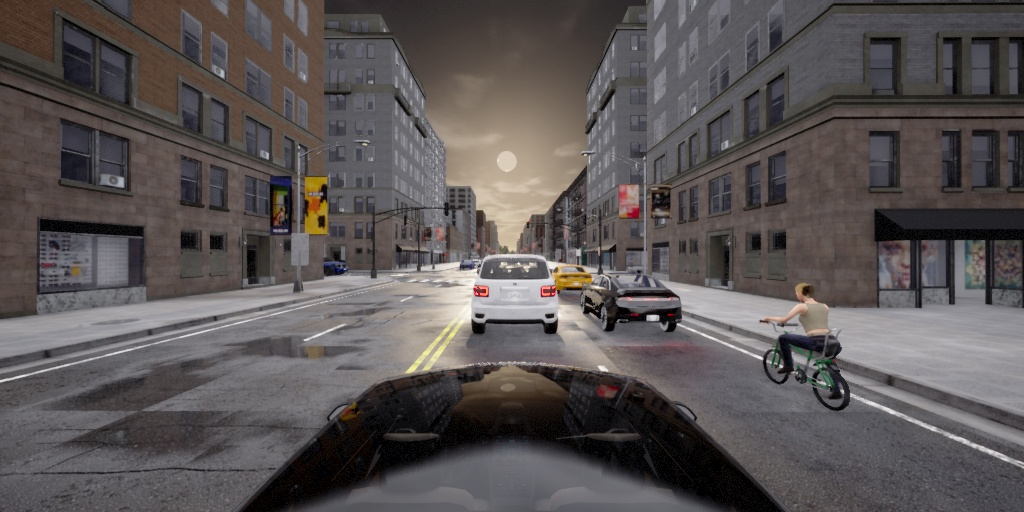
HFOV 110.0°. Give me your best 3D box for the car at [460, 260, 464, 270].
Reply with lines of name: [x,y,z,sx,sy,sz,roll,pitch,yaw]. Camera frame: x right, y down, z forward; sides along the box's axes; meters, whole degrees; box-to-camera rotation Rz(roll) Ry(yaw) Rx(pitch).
car: [-6.725,1.249,54.113,1.882,1.535,5.008,0,0,0]

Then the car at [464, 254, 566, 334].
car: [0.075,0.973,10.774,2.150,2.045,5.566,0,0,0]

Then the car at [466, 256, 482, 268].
car: [-6.717,0.995,64.058,2.150,2.045,5.566,0,0,0]

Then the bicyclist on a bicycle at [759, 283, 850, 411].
bicyclist on a bicycle: [4.127,1.187,5.138,0.866,1.612,1.509,0,0,0]

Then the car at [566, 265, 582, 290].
car: [3.203,1.232,20.337,1.882,1.535,5.008,0,0,0]

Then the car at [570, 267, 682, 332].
car: [3.319,1.243,10.847,2.128,1.511,4.902,0,0,0]

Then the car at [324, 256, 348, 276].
car: [-19.416,0.960,35.842,5.566,2.045,2.150,0,0,2]

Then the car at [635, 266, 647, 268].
car: [14.958,1.412,38.739,4.718,1.301,1.895,0,0,1]

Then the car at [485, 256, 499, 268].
car: [-3.475,0.995,62.446,2.150,2.045,5.566,0,0,0]

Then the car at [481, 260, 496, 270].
car: [-3.466,1.335,53.105,1.994,1.385,4.181,0,0,0]
